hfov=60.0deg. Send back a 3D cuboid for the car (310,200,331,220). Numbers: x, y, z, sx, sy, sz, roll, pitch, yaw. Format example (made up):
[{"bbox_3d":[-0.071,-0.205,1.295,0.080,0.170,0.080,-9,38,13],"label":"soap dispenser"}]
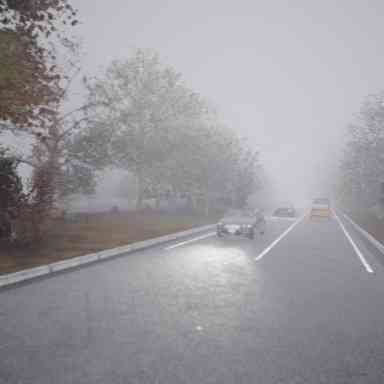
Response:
[{"bbox_3d":[13.476,2.003,34.894,1.882,1.535,5.008,2,0,22],"label":"car"}]

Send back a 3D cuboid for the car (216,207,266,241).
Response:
[{"bbox_3d":[2.755,1.587,17.731,2.128,1.511,4.902,2,0,22],"label":"car"}]

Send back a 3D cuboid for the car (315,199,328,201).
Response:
[{"bbox_3d":[17.780,1.917,45.835,2.150,2.045,5.566,2,0,22],"label":"car"}]

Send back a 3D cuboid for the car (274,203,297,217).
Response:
[{"bbox_3d":[10.155,1.910,36.251,1.812,1.442,4.674,2,0,22],"label":"car"}]
